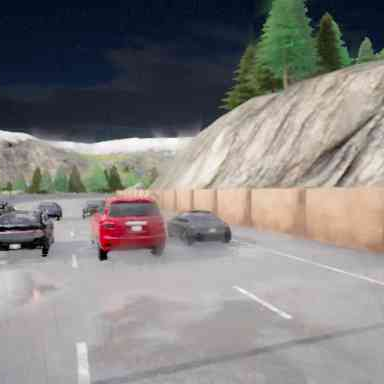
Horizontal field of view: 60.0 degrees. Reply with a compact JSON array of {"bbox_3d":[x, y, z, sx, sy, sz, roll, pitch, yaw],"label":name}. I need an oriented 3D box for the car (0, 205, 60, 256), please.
[{"bbox_3d":[-6.305,1.461,12.588,2.128,1.511,4.902,0,0,-20],"label":"car"}]

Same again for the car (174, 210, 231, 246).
[{"bbox_3d":[0.141,1.528,15.344,1.994,1.385,4.181,0,0,-20],"label":"car"}]

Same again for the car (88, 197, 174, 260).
[{"bbox_3d":[-2.620,1.193,12.711,2.150,2.045,5.566,0,0,-20],"label":"car"}]

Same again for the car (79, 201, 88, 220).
[{"bbox_3d":[-8.298,1.440,27.926,1.837,1.490,4.892,0,1,-20],"label":"car"}]

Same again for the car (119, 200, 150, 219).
[{"bbox_3d":[-5.139,1.494,29.480,1.994,1.385,4.181,0,0,-20],"label":"car"}]

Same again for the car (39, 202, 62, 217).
[{"bbox_3d":[-11.730,1.498,27.123,1.994,1.385,4.181,0,0,-20],"label":"car"}]

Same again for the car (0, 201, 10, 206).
[{"bbox_3d":[-14.835,1.430,25.420,2.128,1.511,4.902,0,0,-20],"label":"car"}]
